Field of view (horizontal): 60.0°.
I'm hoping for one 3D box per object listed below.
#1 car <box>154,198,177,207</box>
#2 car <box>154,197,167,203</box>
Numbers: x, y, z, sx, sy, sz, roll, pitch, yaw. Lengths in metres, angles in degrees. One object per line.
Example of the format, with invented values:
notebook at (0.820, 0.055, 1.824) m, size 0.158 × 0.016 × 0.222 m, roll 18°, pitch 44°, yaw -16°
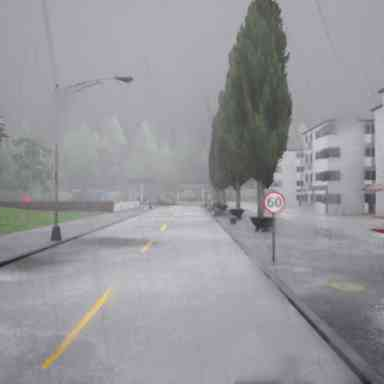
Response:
car at (-4.969, 2.138, 66.779) m, size 1.837 × 1.490 × 4.892 m, roll 4°, pitch -3°, yaw -39°
car at (-8.990, 2.300, 94.429) m, size 3.633 × 1.501 × 1.845 m, roll 0°, pitch -1°, yaw 0°
